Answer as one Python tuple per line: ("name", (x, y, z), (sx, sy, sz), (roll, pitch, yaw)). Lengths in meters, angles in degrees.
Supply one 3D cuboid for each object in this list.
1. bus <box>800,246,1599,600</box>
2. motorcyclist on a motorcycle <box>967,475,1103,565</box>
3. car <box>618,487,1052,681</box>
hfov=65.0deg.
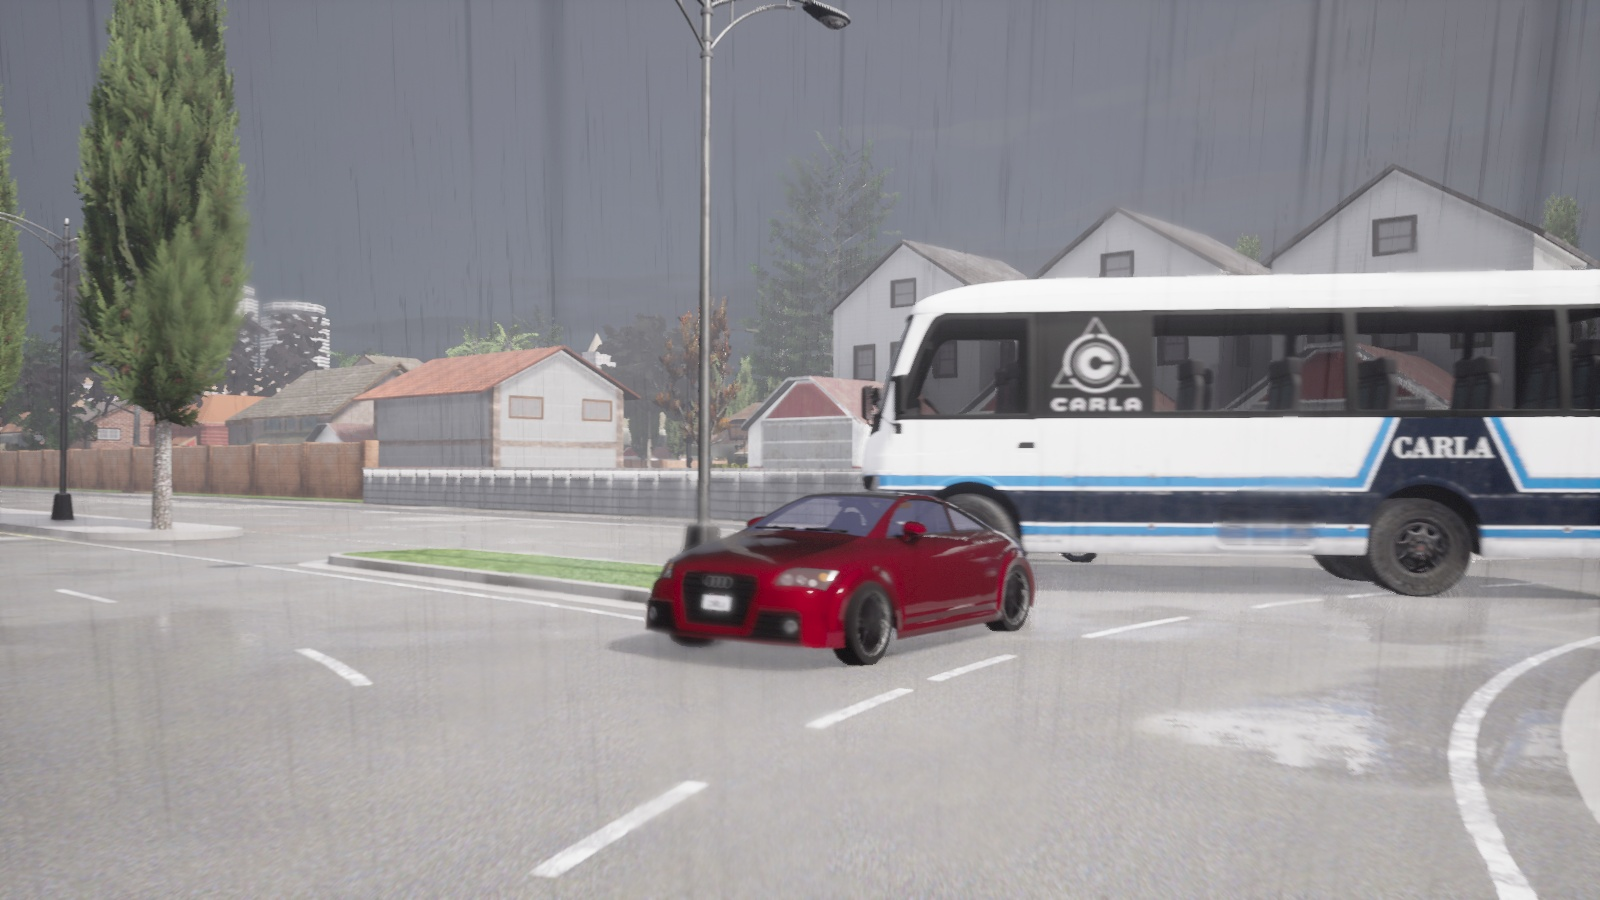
("bus", (5.379, -0.285, 17.671), (10.273, 4.253, 3.944), (0, 0, 8))
("motorcyclist on a motorcycle", (4.132, 1.206, 22.133), (2.191, 1.530, 0.866), (-1, -2, 27))
("car", (0.511, 1.072, 11.663), (1.994, 1.385, 4.181), (-1, -1, 36))
